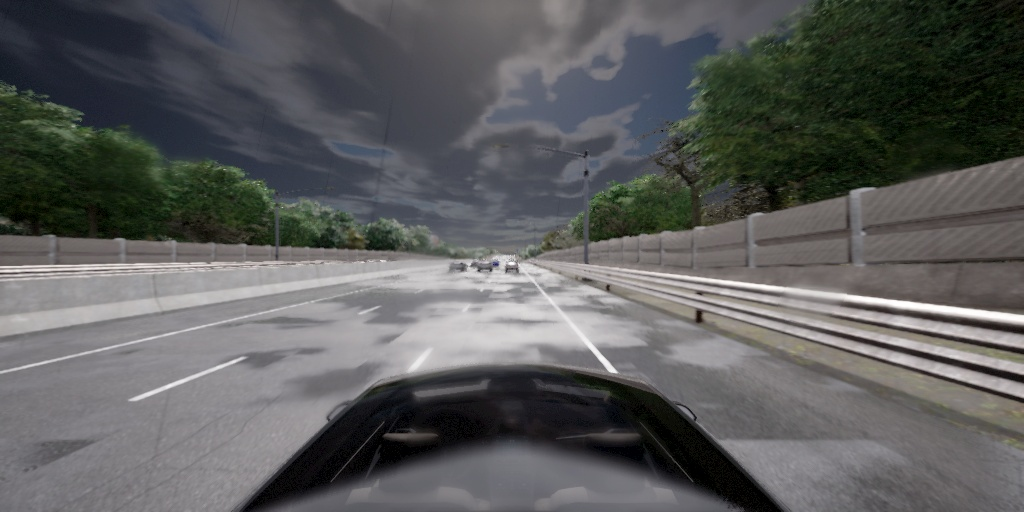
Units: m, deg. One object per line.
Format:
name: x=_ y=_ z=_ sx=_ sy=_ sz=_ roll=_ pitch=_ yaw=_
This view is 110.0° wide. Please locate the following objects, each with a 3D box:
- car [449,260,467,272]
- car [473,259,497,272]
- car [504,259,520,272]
car: x=-6.999 y=1.309 z=46.740 sx=2.128 sy=1.511 sz=4.902 roll=0 pitch=0 yaw=0
car: x=-3.498 y=1.311 z=47.565 sx=2.128 sy=1.511 sz=4.902 roll=0 pitch=0 yaw=0
car: x=-0.001 y=1.366 z=47.276 sx=2.033 sy=1.411 sz=5.357 roll=0 pitch=0 yaw=0
